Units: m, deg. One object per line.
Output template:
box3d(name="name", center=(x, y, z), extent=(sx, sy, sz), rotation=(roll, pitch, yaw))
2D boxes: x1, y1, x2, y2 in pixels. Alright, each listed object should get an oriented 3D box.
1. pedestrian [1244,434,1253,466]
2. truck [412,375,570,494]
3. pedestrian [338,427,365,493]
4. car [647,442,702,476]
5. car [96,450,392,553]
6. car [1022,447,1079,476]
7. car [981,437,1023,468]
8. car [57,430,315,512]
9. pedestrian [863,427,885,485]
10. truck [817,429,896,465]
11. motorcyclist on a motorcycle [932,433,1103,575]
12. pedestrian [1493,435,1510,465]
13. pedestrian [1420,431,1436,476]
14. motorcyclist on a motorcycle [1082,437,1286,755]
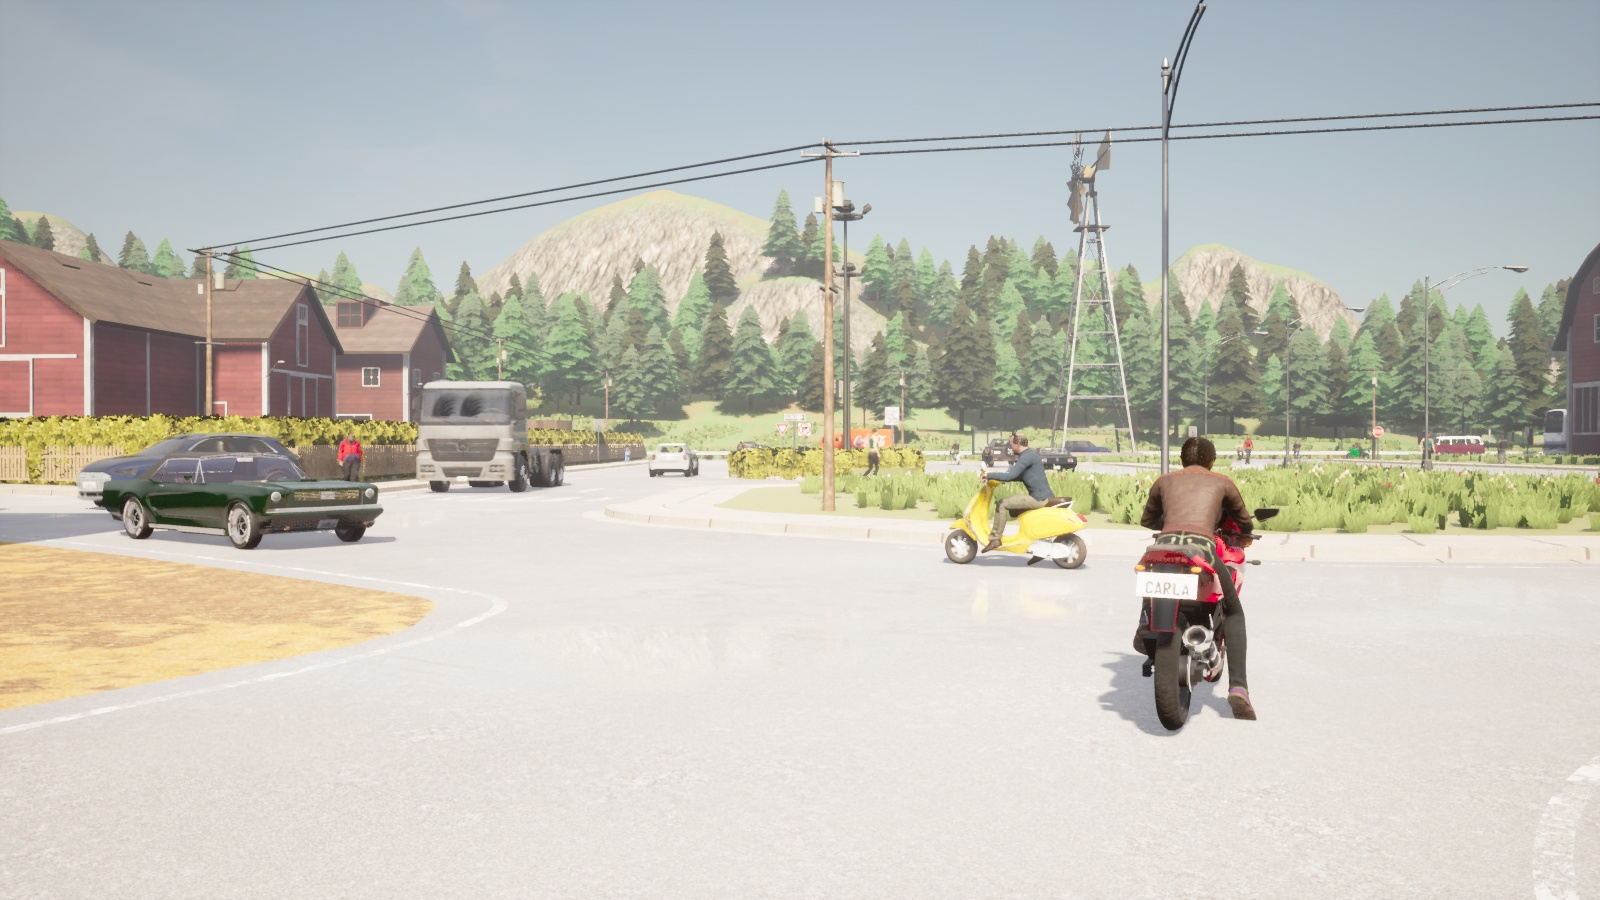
box3d(name="pedestrian", center=(26.495, 0.004, 74.240), extent=(0.331, 1.846, 0.636), rotation=(0, 0, 2))
box3d(name="truck", center=(-9.688, -0.471, 40.402), extent=(2.891, 3.462, 7.936), rotation=(0, 0, 2))
box3d(name="pedestrian", center=(-12.620, 0.271, 35.315), extent=(0.634, 1.844, 0.899), rotation=(0, 0, -25))
box3d(name="car", center=(-5.621, 0.388, 56.529), extent=(1.970, 1.475, 3.806), rotation=(0, 0, 2))
box3d(name="car", center=(-8.305, 0.675, 18.587), extent=(4.718, 1.301, 1.895), rotation=(1, 1, 36))
box3d(name="car", center=(11.856, 0.519, 59.787), extent=(1.895, 1.301, 4.718), rotation=(0, 0, 2))
box3d(name="car", center=(12.326, 0.139, 76.882), extent=(1.932, 1.855, 4.605), rotation=(0, 0, 1))
box3d(name="car", center=(-13.507, 0.411, 27.956), extent=(2.033, 1.649, 4.856), rotation=(0, 0, 29))
box3d(name="pedestrian", center=(2.339, 0.180, 39.700), extent=(0.594, 1.836, 0.345), rotation=(0, 0, -28))
box3d(name="truck", center=(3.968, -0.233, 87.966), extent=(5.204, 2.467, 2.627), rotation=(0, 0, 10))
box3d(name="motorcyclist on a motorcycle", center=(2.569, 0.598, 14.846), extent=(1.817, 1.590, 0.866), rotation=(0, 1, 27))
box3d(name="pedestrian", center=(43.052, 0.001, 77.117), extent=(0.563, 1.883, 0.849), rotation=(0, 0, 1))
box3d(name="pedestrian", center=(25.254, 0.137, 50.500), extent=(0.345, 1.836, 0.594), rotation=(0, 0, -1))
box3d(name="motorcyclist on a motorcycle", center=(2.227, 0.687, 7.090), extent=(0.797, 1.523, 2.044), rotation=(0, 1, 26))
